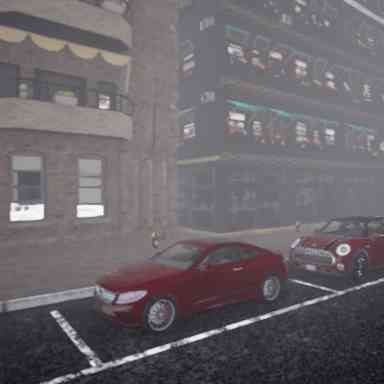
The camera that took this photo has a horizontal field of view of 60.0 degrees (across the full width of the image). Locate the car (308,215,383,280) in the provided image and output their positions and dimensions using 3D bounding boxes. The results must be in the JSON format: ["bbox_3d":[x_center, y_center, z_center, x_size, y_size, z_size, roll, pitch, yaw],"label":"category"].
[{"bbox_3d":[4.752,1.474,9.925,4.097,1.590,1.967,0,-1,-36],"label":"car"}]

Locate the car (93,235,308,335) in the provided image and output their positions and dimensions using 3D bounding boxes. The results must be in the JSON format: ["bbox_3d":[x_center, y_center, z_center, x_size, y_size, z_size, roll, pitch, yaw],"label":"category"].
[{"bbox_3d":[0.193,1.596,6.670,4.206,1.307,1.802,0,-1,-35],"label":"car"}]
